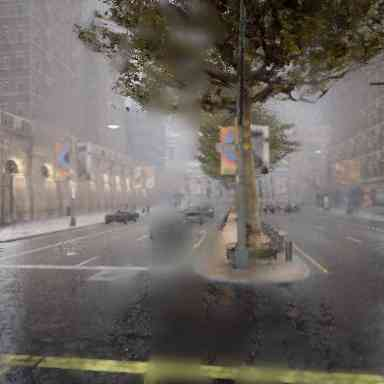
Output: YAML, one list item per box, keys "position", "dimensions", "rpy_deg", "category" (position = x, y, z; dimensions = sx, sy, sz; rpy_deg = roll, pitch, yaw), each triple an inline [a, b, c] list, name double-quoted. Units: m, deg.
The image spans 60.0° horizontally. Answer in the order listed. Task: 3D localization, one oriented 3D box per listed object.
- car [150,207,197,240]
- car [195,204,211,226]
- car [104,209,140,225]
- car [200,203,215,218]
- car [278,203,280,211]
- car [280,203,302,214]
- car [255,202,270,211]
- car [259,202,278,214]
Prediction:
- position: [-1.084, 1.885, 19.475]
  dimensions: [1.837, 1.490, 4.892]
  rpy_deg: [-1, -1, 8]
  category: "car"
- position: [0.172, 2.040, 28.880]
  dimensions: [2.128, 1.511, 4.902]
  rpy_deg: [-1, -1, 8]
  category: "car"
- position: [-6.322, 2.219, 30.480]
  dimensions: [1.895, 1.301, 4.718]
  rpy_deg: [-1, -1, 7]
  category: "car"
- position: [1.536, 2.082, 39.022]
  dimensions: [2.097, 1.767, 4.553]
  rpy_deg: [-1, -1, 8]
  category: "car"
- position: [15.631, 2.518, 57.007]
  dimensions: [2.033, 1.411, 5.357]
  rpy_deg: [-1, -1, 8]
  category: "car"
- position: [14.361, 2.292, 47.507]
  dimensions: [2.128, 1.511, 4.902]
  rpy_deg: [-1, -1, 8]
  category: "car"
- position: [12.161, 2.495, 57.471]
  dimensions: [2.128, 1.511, 4.902]
  rpy_deg: [-1, -1, 8]
  category: "car"
- position: [10.947, 2.346, 48.383]
  dimensions: [1.837, 1.490, 4.892]
  rpy_deg: [-1, -1, 8]
  category: "car"
